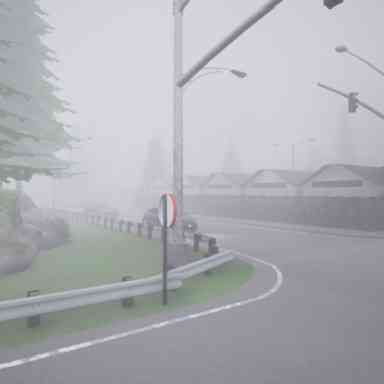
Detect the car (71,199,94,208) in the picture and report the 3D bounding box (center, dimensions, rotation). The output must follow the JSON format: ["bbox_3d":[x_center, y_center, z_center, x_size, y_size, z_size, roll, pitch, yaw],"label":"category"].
[{"bbox_3d":[-16.107,1.717,50.606,2.033,1.411,5.357,0,0,18],"label":"car"}]

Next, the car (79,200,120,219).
[{"bbox_3d":[-8.493,1.734,31.007,2.033,1.411,5.357,0,0,-35],"label":"car"}]

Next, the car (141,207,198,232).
[{"bbox_3d":[-1.512,1.692,20.984,1.837,1.490,4.892,0,0,-35],"label":"car"}]
